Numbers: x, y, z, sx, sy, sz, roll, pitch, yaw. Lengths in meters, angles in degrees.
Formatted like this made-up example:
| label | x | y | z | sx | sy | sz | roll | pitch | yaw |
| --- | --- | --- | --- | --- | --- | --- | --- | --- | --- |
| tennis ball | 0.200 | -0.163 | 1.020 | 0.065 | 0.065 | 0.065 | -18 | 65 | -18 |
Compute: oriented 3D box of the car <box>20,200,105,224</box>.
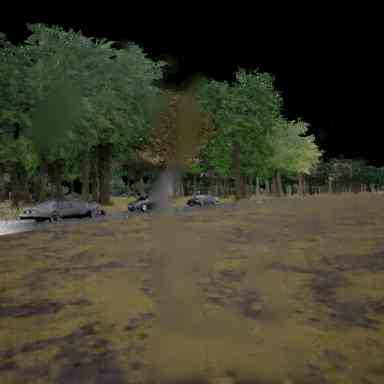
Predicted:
| label | x | y | z | sx | sy | sz | roll | pitch | yaw |
| --- | --- | --- | --- | --- | --- | --- | --- | --- | --- |
| car | -8.343 | 1.234 | 21.920 | 2.033 | 1.411 | 5.357 | -3 | -1 | 35 |

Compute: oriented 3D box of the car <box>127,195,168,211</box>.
| label | x | y | z | sx | sy | sz | roll | pitch | yaw |
| --- | --- | --- | --- | --- | --- | --- | --- | --- | --- |
| car | -4.465 | 1.136 | 33.824 | 1.837 | 1.490 | 4.892 | -3 | -1 | 35 |

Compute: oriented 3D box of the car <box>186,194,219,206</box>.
| label | x | y | z | sx | sy | sz | roll | pitch | yaw |
| --- | --- | --- | --- | --- | --- | --- | --- | --- | --- |
| car | 1.480 | 1.021 | 42.220 | 2.033 | 1.411 | 5.357 | -3 | -1 | 35 |

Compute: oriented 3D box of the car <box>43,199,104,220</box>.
| label | x | y | z | sx | sy | sz | roll | pitch | yaw |
| --- | --- | --- | --- | --- | --- | --- | --- | --- | --- |
| car | -9.452 | 1.333 | 26.739 | 1.994 | 1.385 | 4.181 | -3 | -1 | 36 |
